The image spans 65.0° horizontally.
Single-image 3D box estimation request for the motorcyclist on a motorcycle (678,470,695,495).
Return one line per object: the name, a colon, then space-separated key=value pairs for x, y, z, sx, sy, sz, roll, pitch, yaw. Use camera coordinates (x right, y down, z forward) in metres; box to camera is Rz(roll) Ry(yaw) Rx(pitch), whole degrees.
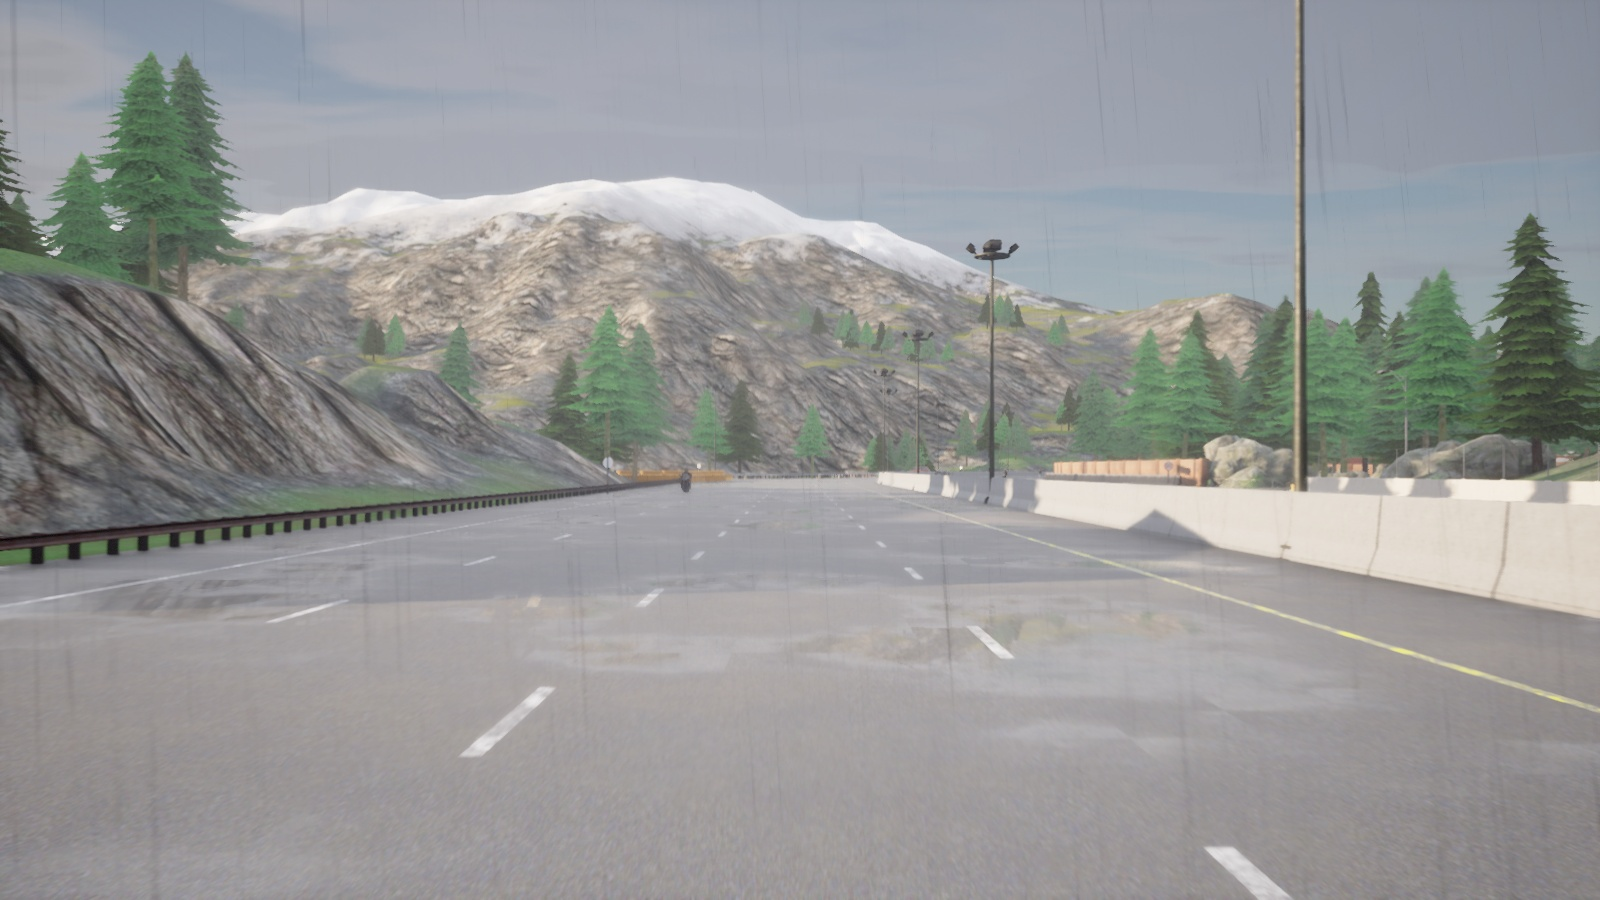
motorcyclist on a motorcycle: x=-7.191 y=2.032 z=79.536 sx=0.866 sy=1.530 sz=2.191 roll=0 pitch=-1 yaw=0
